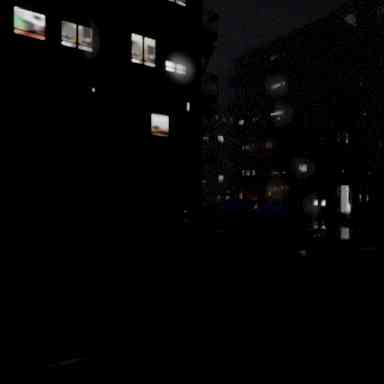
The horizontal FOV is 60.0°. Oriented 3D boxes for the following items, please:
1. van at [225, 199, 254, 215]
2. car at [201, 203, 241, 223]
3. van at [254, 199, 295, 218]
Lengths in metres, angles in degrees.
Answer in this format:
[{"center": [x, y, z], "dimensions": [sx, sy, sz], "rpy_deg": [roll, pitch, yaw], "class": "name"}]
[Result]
[{"center": [5.310, 1.679, 38.210], "dimensions": [1.690, 1.788, 3.998], "rpy_deg": [-1, 0, -36], "class": "van"}, {"center": [1.901, 1.877, 28.772], "dimensions": [1.802, 1.307, 4.206], "rpy_deg": [-1, 0, -36], "class": "car"}, {"center": [8.633, 1.606, 33.700], "dimensions": [1.690, 1.788, 3.998], "rpy_deg": [-1, 0, -36], "class": "van"}]
